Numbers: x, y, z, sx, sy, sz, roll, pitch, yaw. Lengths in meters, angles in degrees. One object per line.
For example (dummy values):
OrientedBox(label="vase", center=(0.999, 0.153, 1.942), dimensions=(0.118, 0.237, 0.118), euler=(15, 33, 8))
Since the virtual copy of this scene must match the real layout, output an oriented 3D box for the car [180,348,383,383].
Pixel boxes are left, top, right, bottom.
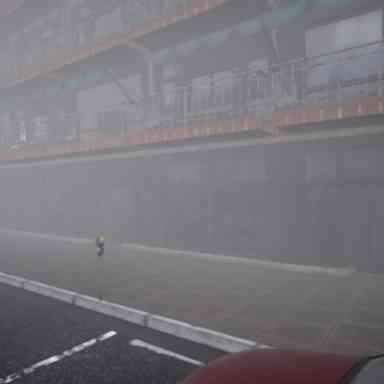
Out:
OrientedBox(label="car", center=(1.687, 1.574, 1.679), dimensions=(4.206, 1.307, 1.802), euler=(-1, 0, 36))
